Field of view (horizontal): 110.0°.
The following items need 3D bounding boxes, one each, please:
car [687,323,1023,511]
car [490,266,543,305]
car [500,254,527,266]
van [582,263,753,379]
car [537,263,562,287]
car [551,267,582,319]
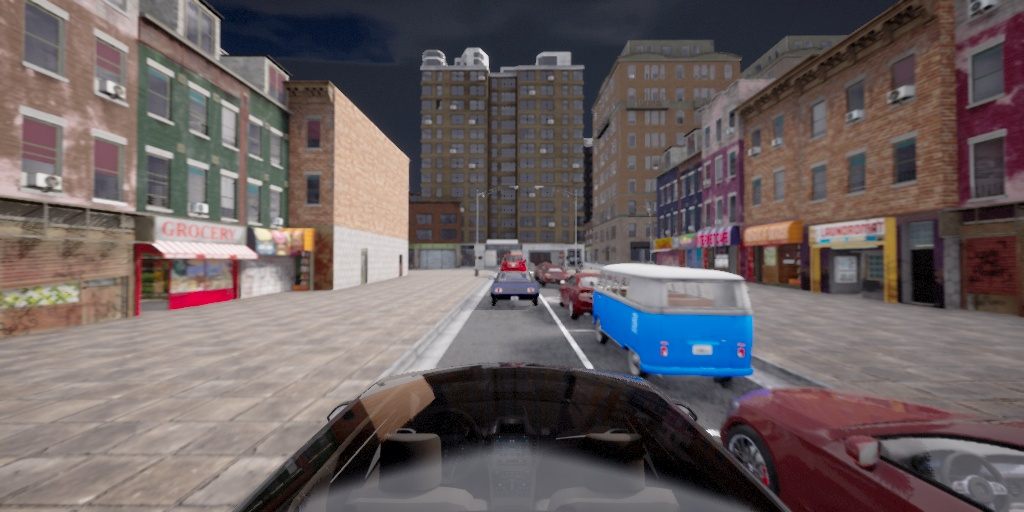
[{"bbox_3d":[2.639,1.334,1.413,1.802,1.307,4.207,0,0,0],"label":"car"},{"bbox_3d":[0.102,1.287,15.525,1.895,1.301,4.718,0,0,0],"label":"car"},{"bbox_3d":[0.107,0.852,31.423,2.150,2.045,5.566,0,0,0],"label":"car"},{"bbox_3d":[2.640,1.064,6.850,1.690,1.789,3.998,0,0,0],"label":"van"},{"bbox_3d":[2.643,1.240,23.164,1.802,1.307,4.207,0,0,0],"label":"car"},{"bbox_3d":[2.641,1.244,12.288,1.888,1.381,4.507,0,0,0],"label":"car"}]
